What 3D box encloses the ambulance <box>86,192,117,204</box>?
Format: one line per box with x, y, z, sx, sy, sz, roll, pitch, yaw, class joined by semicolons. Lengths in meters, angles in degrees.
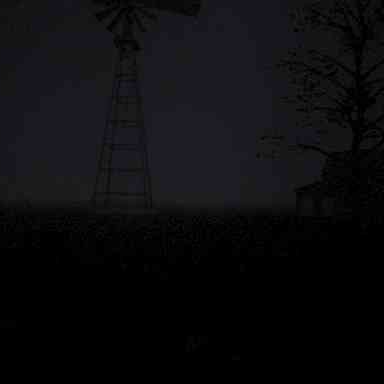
-17.930;1.230;66.138;2.351;2.431;6.366;2;0;35;ambulance
